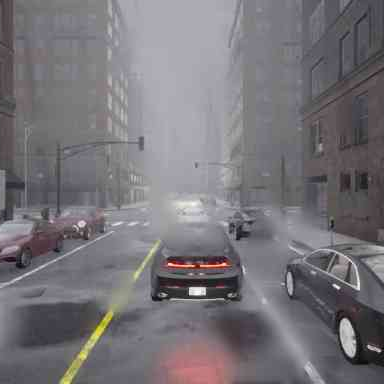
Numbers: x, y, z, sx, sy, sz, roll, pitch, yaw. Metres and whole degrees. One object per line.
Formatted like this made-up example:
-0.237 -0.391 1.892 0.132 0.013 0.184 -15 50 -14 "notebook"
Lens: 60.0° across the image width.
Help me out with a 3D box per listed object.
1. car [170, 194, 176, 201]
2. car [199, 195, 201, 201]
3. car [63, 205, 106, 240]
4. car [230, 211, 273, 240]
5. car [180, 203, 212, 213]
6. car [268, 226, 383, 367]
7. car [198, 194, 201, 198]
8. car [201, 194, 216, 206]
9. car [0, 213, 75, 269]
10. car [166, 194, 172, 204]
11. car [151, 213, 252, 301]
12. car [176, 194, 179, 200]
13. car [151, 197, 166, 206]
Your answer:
-5.588 1.627 80.605 1.752 1.417 4.829 0 0 0 "car"
2.908 1.607 64.538 2.008 1.369 4.403 0 0 0 "car"
-5.670 1.441 16.630 1.967 1.590 4.097 0 0 0 "car"
2.855 1.567 16.630 1.947 1.339 4.313 0 0 0 "car"
0.082 1.527 17.442 1.812 1.442 4.674 0 0 -1 "car"
2.855 1.551 5.627 2.008 1.369 4.403 0 0 0 "car"
2.927 1.525 75.356 1.967 1.590 4.097 0 0 0 "car"
2.888 1.476 53.720 1.967 1.590 4.097 0 0 0 "car"
-5.670 1.582 11.128 1.802 1.307 4.206 0 0 0 "car"
-5.617 1.607 64.550 2.008 1.369 4.403 0 0 0 "car"
0.098 1.505 8.294 1.837 1.490 4.892 0 0 0 "car"
-5.570 1.458 91.593 2.192 1.841 5.009 0 0 0 "car"
-5.636 1.618 53.733 1.802 1.307 4.206 0 0 0 "car"
